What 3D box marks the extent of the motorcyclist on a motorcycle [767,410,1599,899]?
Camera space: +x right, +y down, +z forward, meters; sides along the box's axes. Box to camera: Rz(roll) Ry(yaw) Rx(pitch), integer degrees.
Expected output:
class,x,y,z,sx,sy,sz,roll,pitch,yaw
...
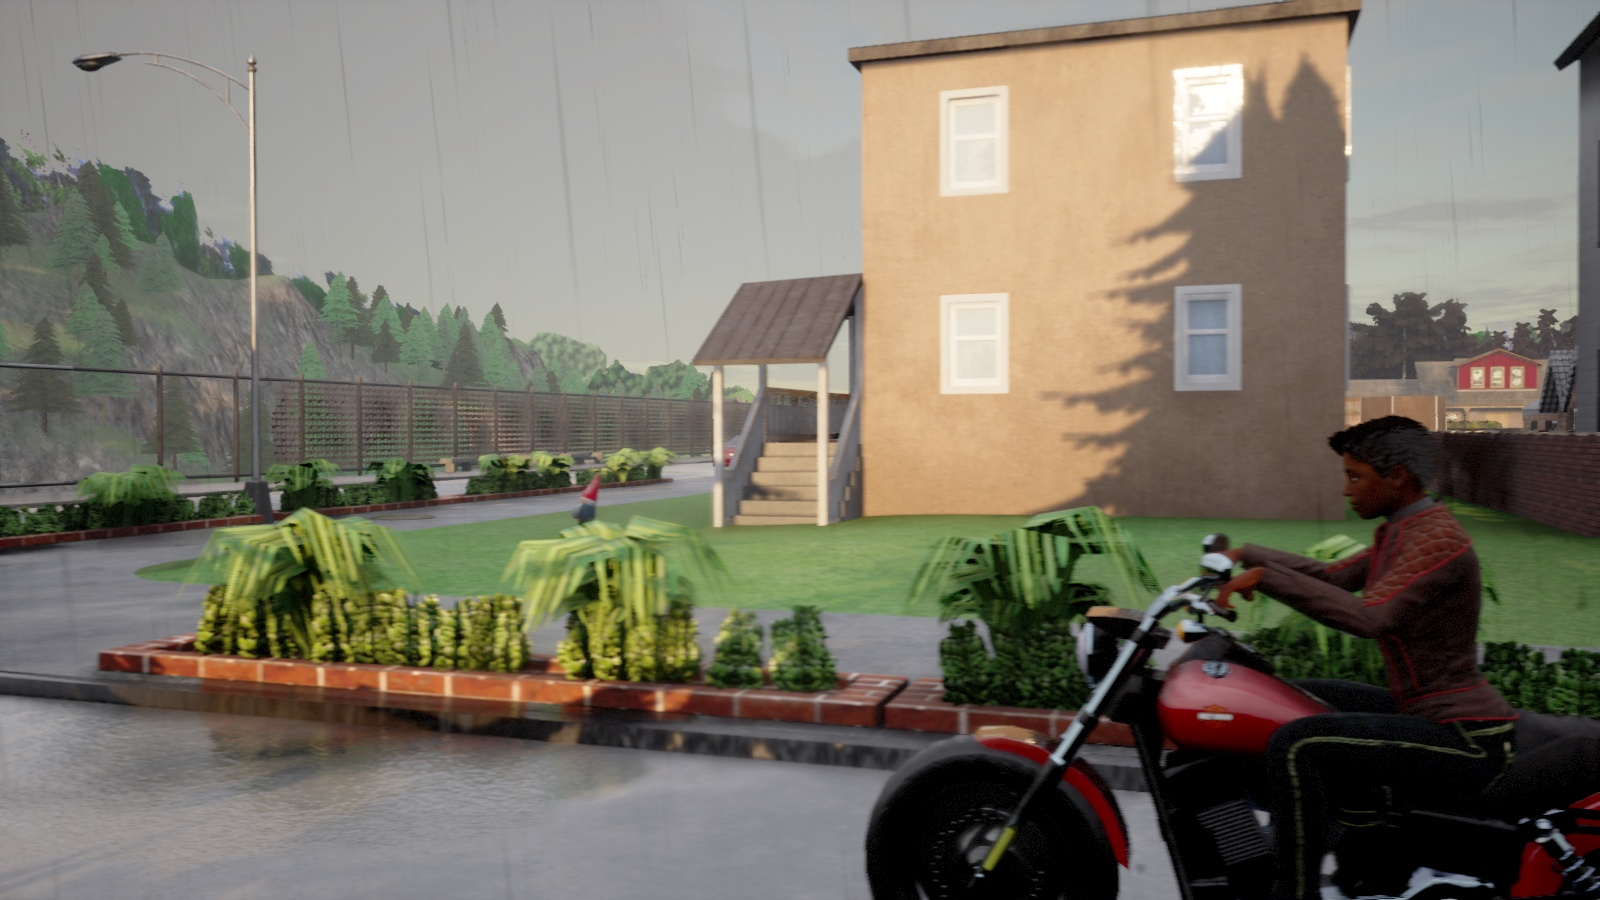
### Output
class,x,y,z,sx,sy,sz,roll,pitch,yaw
motorcyclist on a motorcycle,1.147,0.728,3.335,2.350,1.649,0.766,0,1,19

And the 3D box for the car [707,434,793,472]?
class,x,y,z,sx,sy,sz,roll,pitch,yaw
car,-1.911,0.093,49.333,1.994,1.385,4.181,1,1,19
